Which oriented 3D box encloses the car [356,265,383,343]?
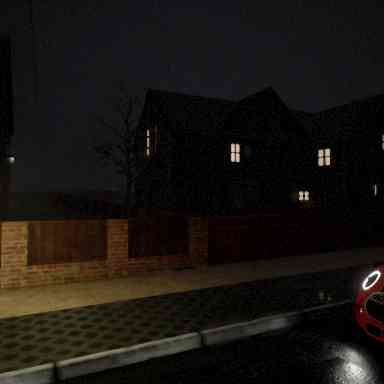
[{"bbox_3d":[4.771,1.336,5.204,4.553,1.767,2.097,0,0,-26],"label":"car"}]
